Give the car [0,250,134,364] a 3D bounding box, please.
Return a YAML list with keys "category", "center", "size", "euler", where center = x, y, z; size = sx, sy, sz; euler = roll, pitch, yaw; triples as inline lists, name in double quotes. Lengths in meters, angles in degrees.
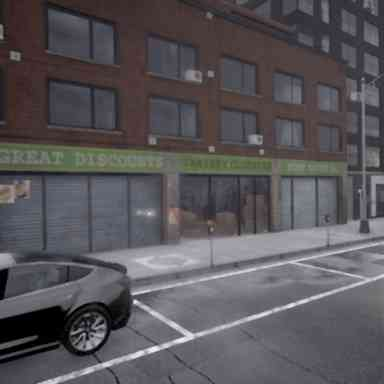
- category: "car"
  center: [-2.908, 1.565, 4.466]
  size: [4.313, 1.339, 1.947]
  euler: [-1, 0, -35]
